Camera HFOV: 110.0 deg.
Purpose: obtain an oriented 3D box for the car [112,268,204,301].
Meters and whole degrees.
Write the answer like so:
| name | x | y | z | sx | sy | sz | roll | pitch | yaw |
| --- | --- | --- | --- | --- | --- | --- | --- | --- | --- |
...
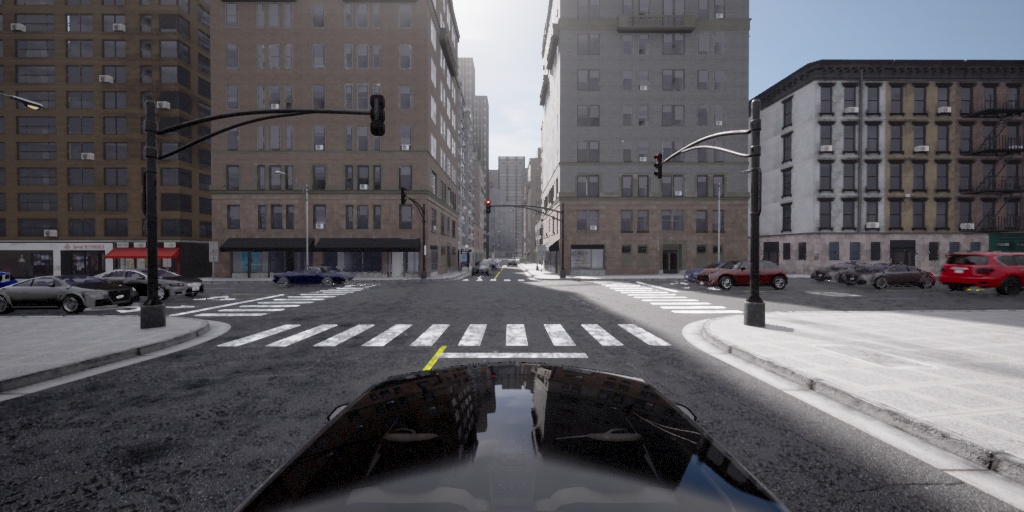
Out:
| name | x | y | z | sx | sy | sz | roll | pitch | yaw |
| --- | --- | --- | --- | --- | --- | --- | --- | --- | --- |
| car | -17.799 | 1.335 | 17.453 | 4.902 | 1.511 | 2.128 | 0 | 1 | 1 |

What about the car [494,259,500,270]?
| name | x | y | z | sx | sy | sz | roll | pitch | yaw |
| --- | --- | --- | --- | --- | --- | --- | --- | --- | --- |
| car | -3.129 | 1.368 | 52.595 | 1.895 | 1.301 | 4.718 | 0 | 0 | 0 |

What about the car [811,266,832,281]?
| name | x | y | z | sx | sy | sz | roll | pitch | yaw |
| --- | --- | --- | --- | --- | --- | --- | --- | --- | --- |
| car | 22.917 | 1.106 | 24.365 | 4.181 | 1.385 | 1.994 | 0 | 1 | -1 |

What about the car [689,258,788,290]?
| name | x | y | z | sx | sy | sz | roll | pitch | yaw |
| --- | --- | --- | --- | --- | --- | --- | --- | --- | --- |
| car | 13.344 | 0.994 | 21.035 | 4.553 | 1.767 | 2.097 | 0 | 1 | -1 |

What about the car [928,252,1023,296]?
| name | x | y | z | sx | sy | sz | roll | pitch | yaw |
| --- | --- | --- | --- | --- | --- | --- | --- | --- | --- |
| car | 24.653 | 0.826 | 17.653 | 5.566 | 2.045 | 2.150 | -1 | 1 | 0 |

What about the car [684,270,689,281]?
| name | x | y | z | sx | sy | sz | roll | pitch | yaw |
| --- | --- | --- | --- | --- | --- | --- | --- | --- | --- |
| car | 14.170 | 1.127 | 24.311 | 4.674 | 1.442 | 1.812 | 0 | 1 | 0 |

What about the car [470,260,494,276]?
| name | x | y | z | sx | sy | sz | roll | pitch | yaw |
| --- | --- | --- | --- | --- | --- | --- | --- | --- | --- |
| car | -3.123 | 1.257 | 37.055 | 1.837 | 1.490 | 4.892 | 0 | 1 | 0 |

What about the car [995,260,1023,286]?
| name | x | y | z | sx | sy | sz | roll | pitch | yaw |
| --- | --- | --- | --- | --- | --- | --- | --- | --- | --- |
| car | 32.383 | 1.002 | 21.148 | 4.902 | 1.511 | 2.128 | 0 | 1 | 0 |

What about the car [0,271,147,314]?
| name | x | y | z | sx | sy | sz | roll | pitch | yaw |
| --- | --- | --- | --- | --- | --- | --- | --- | --- | --- |
| car | -17.529 | 1.442 | 14.194 | 4.181 | 1.385 | 1.994 | 0 | 1 | 0 |

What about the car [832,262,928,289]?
| name | x | y | z | sx | sy | sz | roll | pitch | yaw |
| --- | --- | --- | --- | --- | --- | --- | --- | --- | --- |
| car | 21.987 | 1.148 | 21.104 | 4.181 | 1.385 | 1.994 | 0 | 1 | -1 |

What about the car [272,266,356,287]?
| name | x | y | z | sx | sy | sz | roll | pitch | yaw |
| --- | --- | --- | --- | --- | --- | --- | --- | --- | --- |
| car | -13.139 | 1.353 | 23.863 | 4.718 | 1.301 | 1.895 | 0 | 1 | 2 |
